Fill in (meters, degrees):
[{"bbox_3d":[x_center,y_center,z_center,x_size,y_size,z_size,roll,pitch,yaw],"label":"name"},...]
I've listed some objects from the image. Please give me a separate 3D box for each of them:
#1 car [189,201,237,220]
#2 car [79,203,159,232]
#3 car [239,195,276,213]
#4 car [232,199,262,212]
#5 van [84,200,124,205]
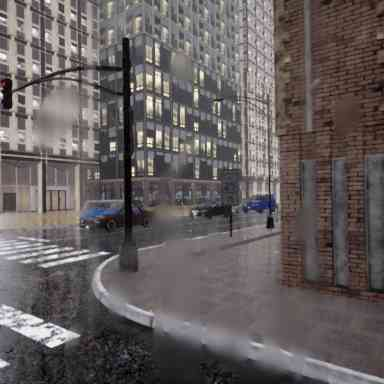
[{"bbox_3d":[1.669,1.576,29.581,2.128,1.511,4.902,-1,-1,36],"label":"car"},{"bbox_3d":[-4.414,1.611,21.093,2.033,1.411,5.357,-1,-1,36],"label":"car"},{"bbox_3d":[7.761,1.327,38.075,2.150,2.045,5.566,-1,-1,36],"label":"car"},{"bbox_3d":[6.904,1.686,41.338,1.752,1.417,4.829,-2,-1,36],"label":"car"},{"bbox_3d":[-5.931,1.457,23.429,1.690,1.788,3.998,-2,-1,36],"label":"van"}]
